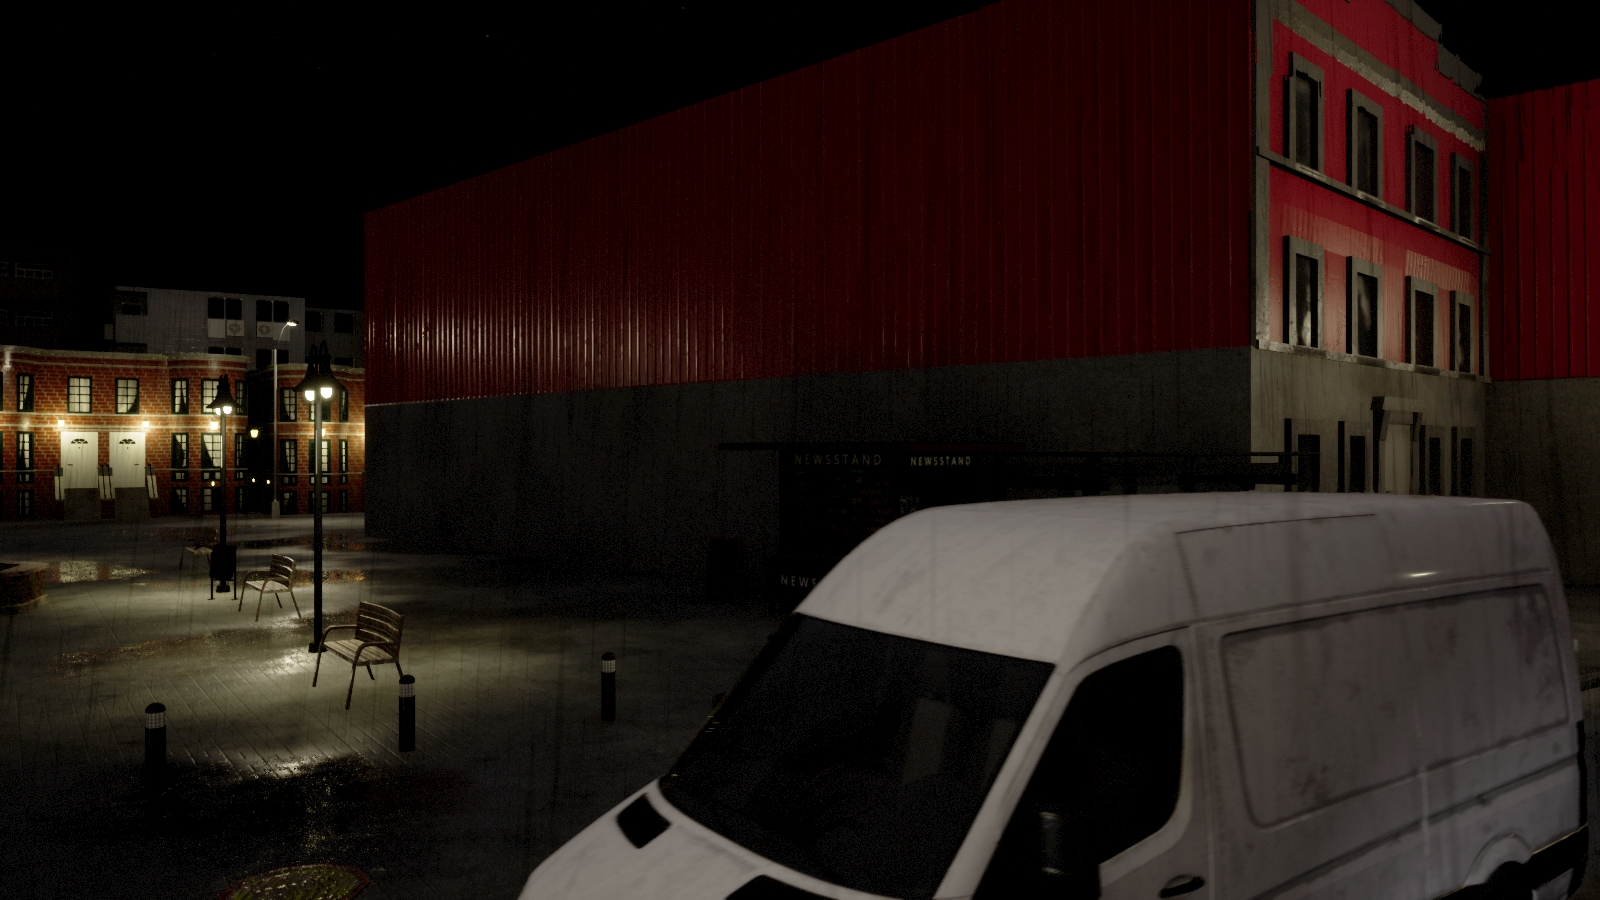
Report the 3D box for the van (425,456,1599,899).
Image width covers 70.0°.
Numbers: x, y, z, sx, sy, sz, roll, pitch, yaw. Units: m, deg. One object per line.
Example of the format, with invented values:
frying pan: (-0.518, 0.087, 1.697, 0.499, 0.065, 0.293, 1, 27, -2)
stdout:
van: (1.490, 1.315, 5.467, 5.915, 2.561, 1.988, 0, 0, -35)
